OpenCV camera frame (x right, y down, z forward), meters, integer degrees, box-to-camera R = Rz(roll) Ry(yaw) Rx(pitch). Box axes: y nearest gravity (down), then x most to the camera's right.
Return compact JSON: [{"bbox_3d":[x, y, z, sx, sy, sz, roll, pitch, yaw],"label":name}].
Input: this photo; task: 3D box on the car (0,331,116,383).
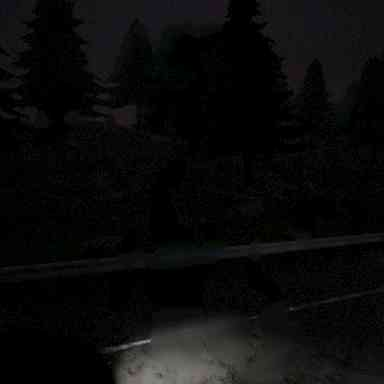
[{"bbox_3d":[-2.789,1.504,1.689,4.892,1.490,1.837,0,0,-29],"label":"car"}]
